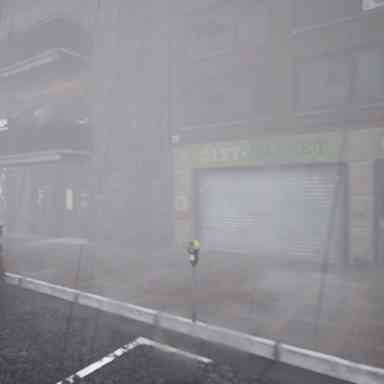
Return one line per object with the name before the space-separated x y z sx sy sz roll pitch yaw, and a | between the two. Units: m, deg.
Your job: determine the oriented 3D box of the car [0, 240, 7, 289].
car | -5.766 1.228 6.667 5.009 1.841 2.192 0 1 33
